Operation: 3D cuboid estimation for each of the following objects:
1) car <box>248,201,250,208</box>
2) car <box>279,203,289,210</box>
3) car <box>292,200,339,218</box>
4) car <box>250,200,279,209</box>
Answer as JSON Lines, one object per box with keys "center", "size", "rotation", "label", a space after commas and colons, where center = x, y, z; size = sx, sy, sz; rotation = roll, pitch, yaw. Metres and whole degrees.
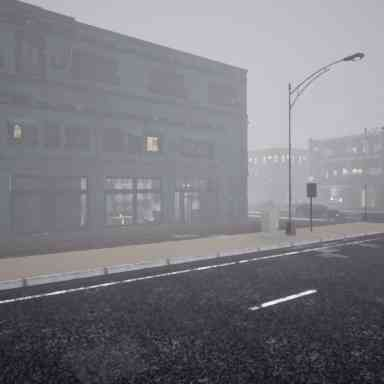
{"center": [7.986, 1.963, 53.763], "size": [1.802, 1.307, 4.206], "rotation": [-2, 0, -36], "label": "car"}
{"center": [14.432, 1.807, 44.764], "size": [2.008, 1.369, 4.403], "rotation": [-2, 0, -36], "label": "car"}
{"center": [12.381, 1.812, 33.030], "size": [1.947, 1.339, 4.313], "rotation": [-2, 0, -36], "label": "car"}
{"center": [11.209, 1.901, 49.264], "size": [1.802, 1.307, 4.206], "rotation": [-2, 0, -36], "label": "car"}
